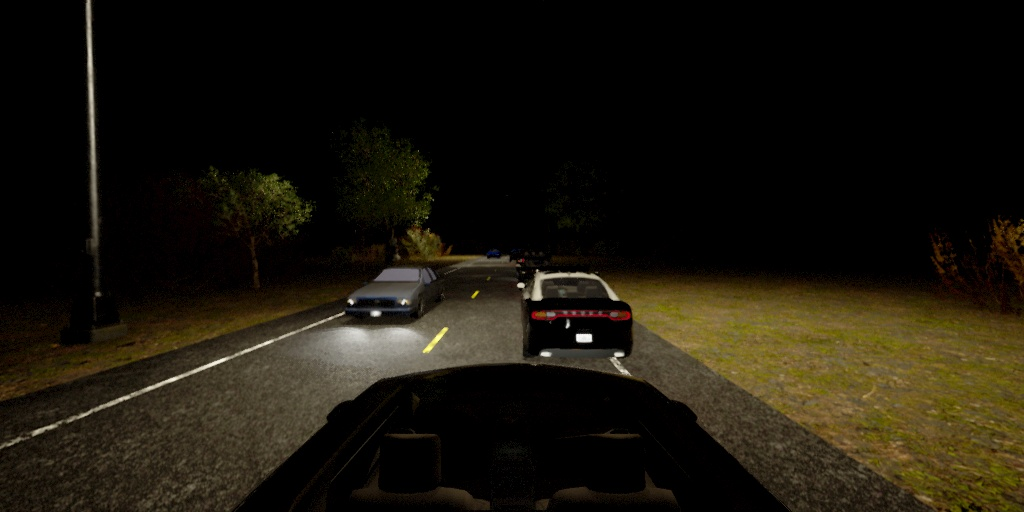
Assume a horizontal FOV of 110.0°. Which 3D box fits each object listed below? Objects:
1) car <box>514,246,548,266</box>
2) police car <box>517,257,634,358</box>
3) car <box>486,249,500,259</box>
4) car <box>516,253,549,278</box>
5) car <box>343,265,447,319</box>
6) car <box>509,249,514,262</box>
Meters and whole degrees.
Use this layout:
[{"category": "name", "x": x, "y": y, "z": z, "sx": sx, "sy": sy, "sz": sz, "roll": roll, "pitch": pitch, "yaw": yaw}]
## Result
[{"category": "car", "x": 1.358, "y": 0.354, "z": 24.055, "sx": 2.150, "sy": 2.045, "sz": 5.566, "roll": 0, "pitch": 2, "yaw": 1}, {"category": "police car", "x": 1.154, "y": 0.998, "z": 8.148, "sx": 1.930, "sy": 1.638, "sz": 5.238, "roll": 0, "pitch": 2, "yaw": 1}, {"category": "car", "x": -2.852, "y": -0.301, "z": 55.476, "sx": 1.882, "sy": 1.535, "sz": 5.008, "roll": 0, "pitch": 2, "yaw": 1}, {"category": "car", "x": 1.281, "y": 0.805, "z": 18.035, "sx": 1.837, "sy": 1.490, "sz": 4.892, "roll": 0, "pitch": 2, "yaw": 1}, {"category": "car", "x": -3.450, "y": 1.016, "z": 11.806, "sx": 2.033, "sy": 1.411, "sz": 5.357, "roll": 0, "pitch": 2, "yaw": 1}, {"category": "car", "x": 0.639, "y": 0.010, "z": 46.557, "sx": 1.812, "sy": 1.442, "sz": 4.674, "roll": 0, "pitch": 1, "yaw": 1}]
